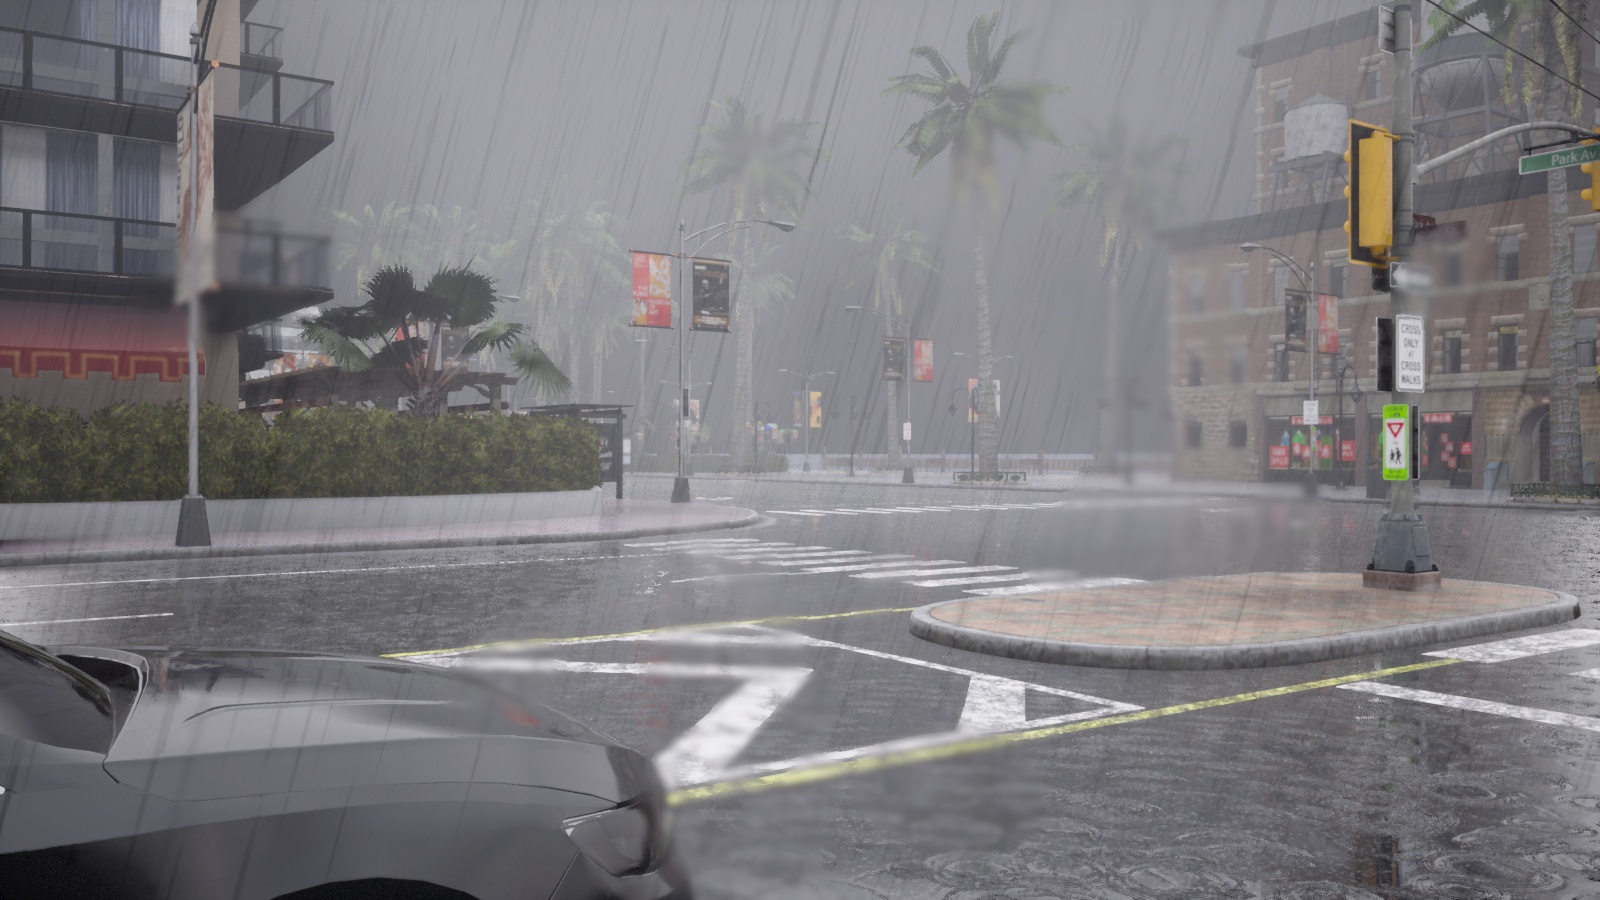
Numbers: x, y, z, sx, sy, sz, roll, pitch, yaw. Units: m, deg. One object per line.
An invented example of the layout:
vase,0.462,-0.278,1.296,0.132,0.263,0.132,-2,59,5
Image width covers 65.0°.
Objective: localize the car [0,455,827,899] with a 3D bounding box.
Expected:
car,-2.478,0.760,1.933,4.892,1.490,1.837,0,0,-35
